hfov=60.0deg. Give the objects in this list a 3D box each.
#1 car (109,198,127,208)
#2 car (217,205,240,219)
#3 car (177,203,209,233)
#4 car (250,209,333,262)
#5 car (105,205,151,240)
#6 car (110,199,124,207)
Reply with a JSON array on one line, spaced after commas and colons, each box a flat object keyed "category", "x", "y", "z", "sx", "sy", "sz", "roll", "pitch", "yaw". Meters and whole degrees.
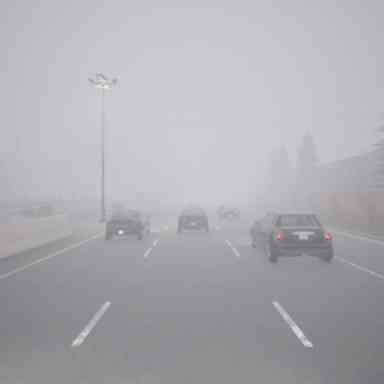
[{"category": "car", "x": -13.542, "y": 2.005, "z": 60.959, "sx": 2.097, "sy": 1.767, "sz": 4.553, "roll": 0, "pitch": -1, "yaw": 2}, {"category": "car", "x": 3.521, "y": 1.954, "z": 32.936, "sx": 1.895, "sy": 1.301, "sz": 4.718, "roll": 0, "pitch": -1, "yaw": 0}, {"category": "car", "x": 0.059, "y": 1.710, "z": 21.644, "sx": 1.882, "sy": 1.535, "sz": 5.008, "roll": 0, "pitch": -1, "yaw": 0}, {"category": "car", "x": 3.595, "y": 1.490, "z": 12.844, "sx": 2.097, "sy": 1.767, "sz": 4.553, "roll": 0, "pitch": -1, "yaw": 0}, {"category": "car", "x": -3.419, "y": 1.703, "z": 18.353, "sx": 1.837, "sy": 1.490, "sz": 4.892, "roll": 0, "pitch": -1, "yaw": 0}, {"category": "car", "x": -10.306, "y": 2.137, "z": 49.974, "sx": 1.895, "sy": 1.301, "sz": 4.718, "roll": 0, "pitch": -1, "yaw": 2}]
